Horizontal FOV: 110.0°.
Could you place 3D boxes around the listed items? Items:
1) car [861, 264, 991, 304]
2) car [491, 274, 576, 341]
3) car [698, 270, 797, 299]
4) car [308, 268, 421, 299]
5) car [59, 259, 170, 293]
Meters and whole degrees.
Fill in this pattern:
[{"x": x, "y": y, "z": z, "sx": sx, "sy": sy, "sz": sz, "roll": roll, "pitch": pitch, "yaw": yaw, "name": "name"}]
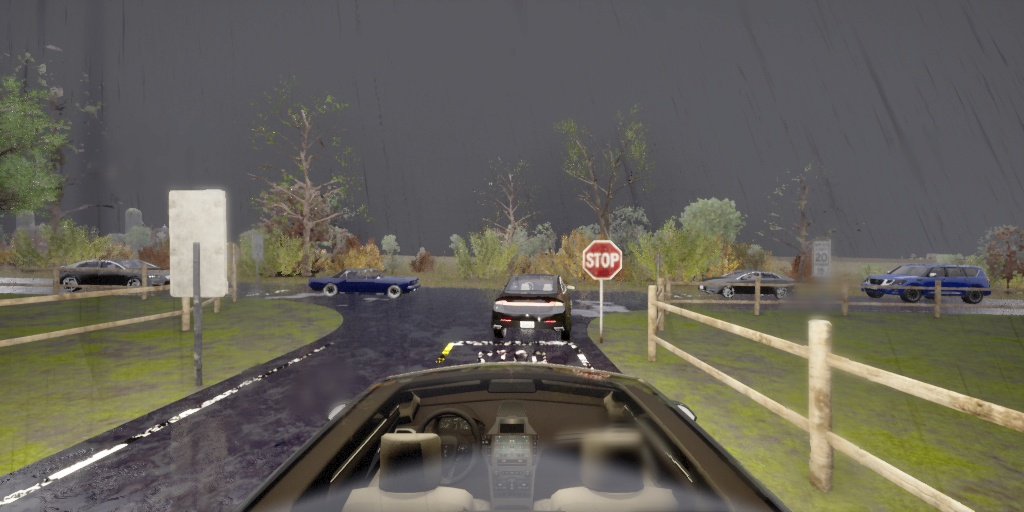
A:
[{"x": 22.900, "y": 1.467, "z": 19.932, "sx": 5.566, "sy": 2.045, "sz": 2.150, "roll": 1, "pitch": 1, "yaw": 0, "name": "car"}, {"x": 0.707, "y": 1.240, "z": 9.986, "sx": 2.128, "sy": 1.511, "sz": 4.902, "roll": 0, "pitch": 0, "yaw": 9, "name": "car"}, {"x": 13.005, "y": 1.525, "z": 19.944, "sx": 4.902, "sy": 1.511, "sz": 2.128, "roll": 1, "pitch": 1, "yaw": 0, "name": "car"}, {"x": -6.821, "y": 1.248, "z": 17.017, "sx": 4.718, "sy": 1.301, "sz": 1.895, "roll": 1, "pitch": 1, "yaw": 0, "name": "car"}, {"x": -18.489, "y": 0.885, "z": 17.034, "sx": 4.902, "sy": 1.511, "sz": 2.128, "roll": 1, "pitch": 1, "yaw": 0, "name": "car"}]
